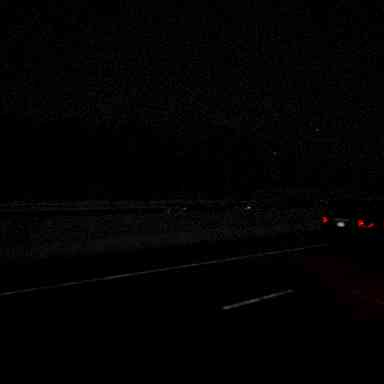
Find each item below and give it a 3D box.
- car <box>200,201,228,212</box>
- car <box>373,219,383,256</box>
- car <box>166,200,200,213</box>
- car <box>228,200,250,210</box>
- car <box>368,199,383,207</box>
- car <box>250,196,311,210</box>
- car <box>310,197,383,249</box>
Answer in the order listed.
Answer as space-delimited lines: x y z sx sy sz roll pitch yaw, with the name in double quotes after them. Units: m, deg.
3.614 1.573 32.327 5.008 1.535 1.882 0 0 -35 "car"
7.336 1.530 9.094 4.902 1.511 2.128 0 0 -35 "car"
-0.305 1.575 33.845 4.902 1.511 2.128 0 0 -36 "car"
5.799 1.446 29.586 4.553 1.767 2.097 0 0 -35 "car"
32.311 1.892 56.963 4.718 1.301 1.895 0 0 -35 "car"
7.632 1.314 26.599 5.566 2.045 2.150 0 0 -35 "car"
7.546 1.272 13.540 5.566 2.045 2.150 0 0 -35 "car"
